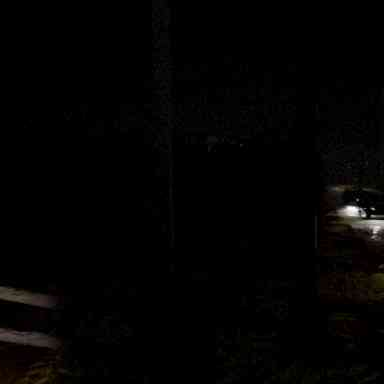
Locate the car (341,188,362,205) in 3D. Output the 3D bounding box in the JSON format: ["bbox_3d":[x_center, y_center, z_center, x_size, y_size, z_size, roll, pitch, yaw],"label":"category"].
[{"bbox_3d":[14.966,0.350,30.693,2.128,1.511,4.902,0,2,19],"label":"car"}]

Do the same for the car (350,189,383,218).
[{"bbox_3d":[11.573,0.748,20.849,2.033,1.411,5.357,0,2,18],"label":"car"}]
